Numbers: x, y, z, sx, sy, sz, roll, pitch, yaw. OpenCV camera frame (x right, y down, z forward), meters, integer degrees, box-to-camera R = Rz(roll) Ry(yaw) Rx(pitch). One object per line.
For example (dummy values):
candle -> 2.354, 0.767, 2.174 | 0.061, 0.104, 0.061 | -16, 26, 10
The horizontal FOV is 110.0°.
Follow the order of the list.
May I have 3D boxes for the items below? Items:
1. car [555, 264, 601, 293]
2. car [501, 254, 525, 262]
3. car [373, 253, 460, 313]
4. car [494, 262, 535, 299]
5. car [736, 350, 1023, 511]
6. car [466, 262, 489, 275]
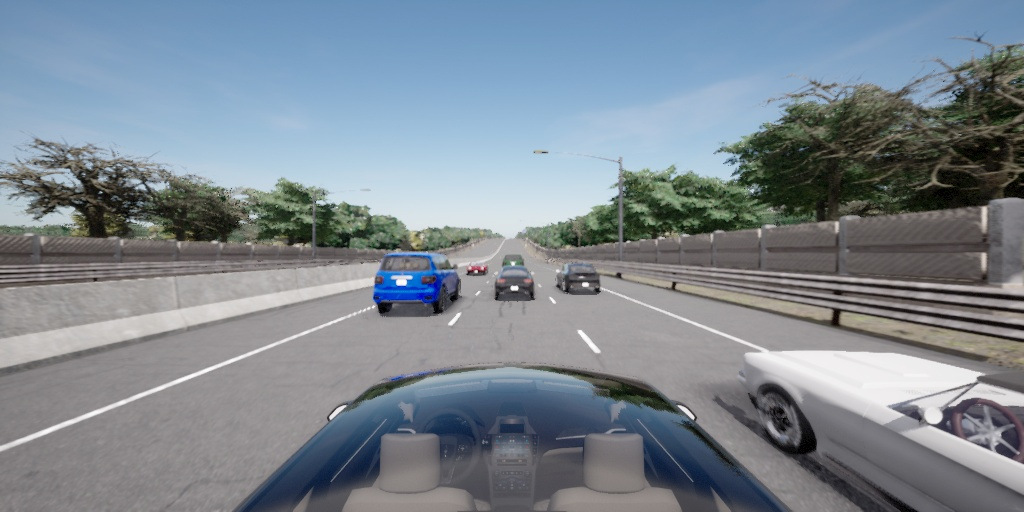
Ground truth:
car -> 3.604, 1.156, 20.014 | 1.837, 1.490, 4.892 | 0, 0, 0
car -> 0.106, 0.826, 35.691 | 2.150, 2.045, 5.566 | 0, 0, 0
car -> -3.397, 0.898, 13.720 | 2.150, 2.045, 5.566 | 0, 0, 0
car -> 0.117, 1.187, 17.360 | 1.812, 1.442, 4.674 | 0, 0, 0
car -> 3.602, 1.348, 2.121 | 1.895, 1.301, 4.718 | 0, 0, 0
car -> -3.394, 1.204, 36.194 | 1.895, 1.301, 4.718 | 0, 0, 0
